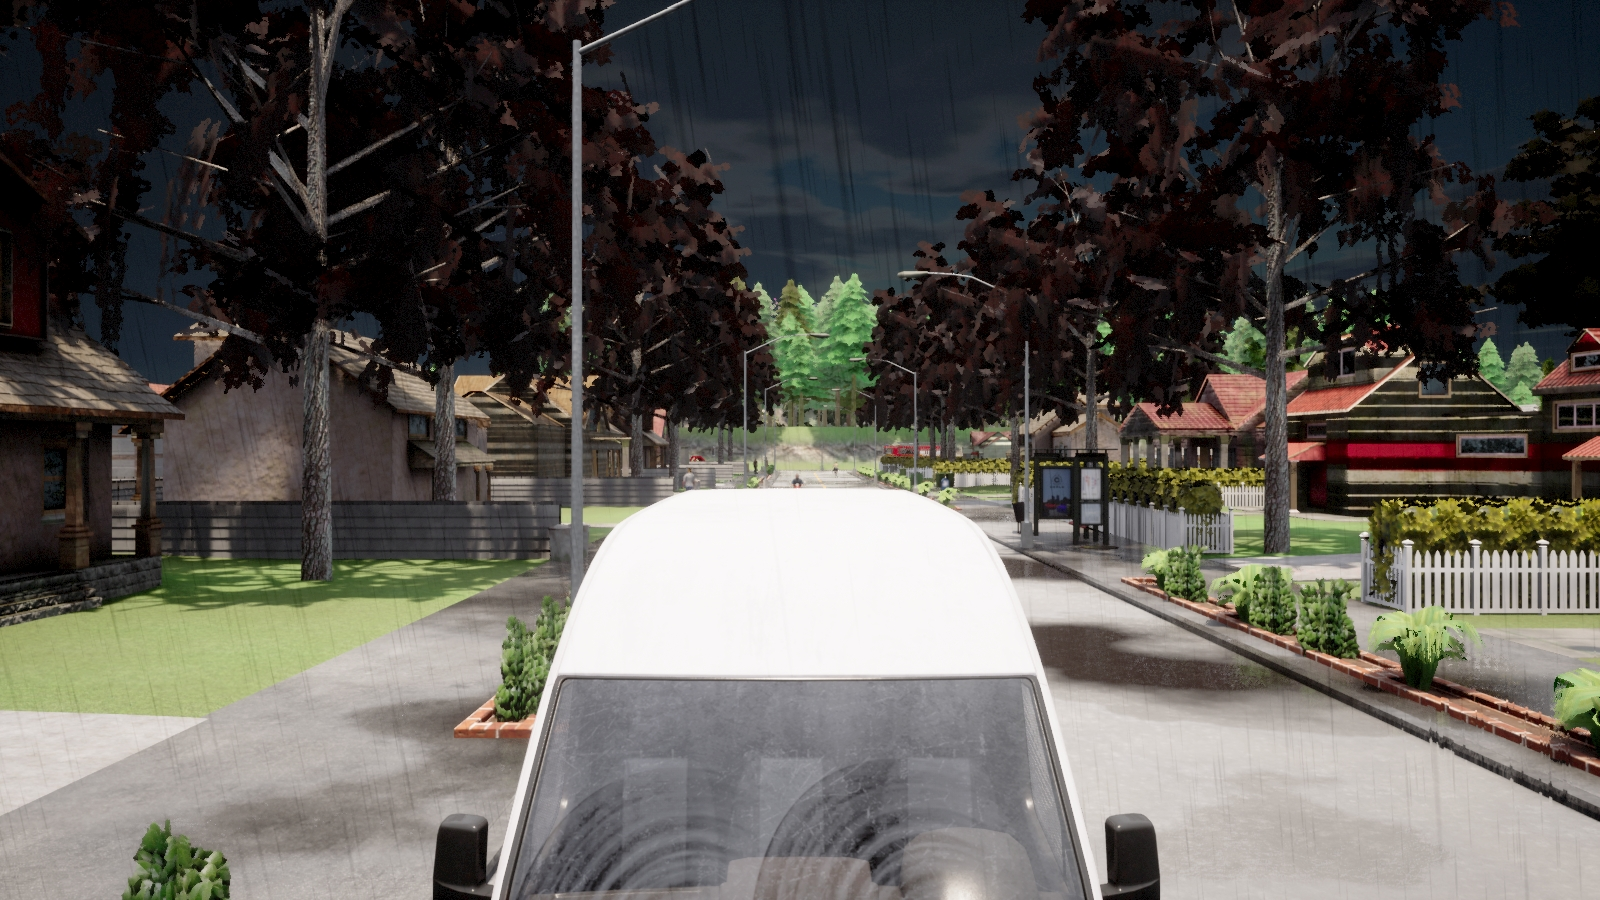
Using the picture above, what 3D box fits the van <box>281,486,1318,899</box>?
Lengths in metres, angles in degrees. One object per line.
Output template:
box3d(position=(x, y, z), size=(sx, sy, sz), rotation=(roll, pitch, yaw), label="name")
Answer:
box3d(position=(-0.006, 1.534, 5.149), size=(1.988, 2.561, 5.915), rotation=(0, 0, 0), label="van")

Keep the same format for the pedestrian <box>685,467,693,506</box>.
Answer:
box3d(position=(-5.313, 1.743, 54.699), size=(0.375, 1.860, 0.375), rotation=(0, 0, -7), label="pedestrian")
